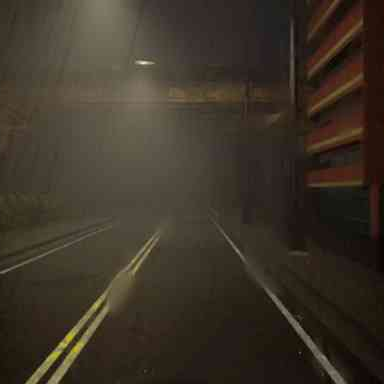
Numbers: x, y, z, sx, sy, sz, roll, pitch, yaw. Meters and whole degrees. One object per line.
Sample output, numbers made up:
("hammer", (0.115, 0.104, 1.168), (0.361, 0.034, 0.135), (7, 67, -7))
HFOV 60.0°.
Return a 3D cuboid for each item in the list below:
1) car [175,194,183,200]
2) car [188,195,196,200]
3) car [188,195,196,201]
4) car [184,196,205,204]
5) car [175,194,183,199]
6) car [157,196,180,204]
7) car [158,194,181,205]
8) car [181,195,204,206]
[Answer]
("car", (-3.467, 1.438, 89.145), (2.038, 1.542, 4.974), (0, 0, 0))
("car", (-0.019, 1.281, 80.683), (1.853, 1.218, 4.536), (0, 0, 0))
("car", (-0.018, 1.439, 80.631), (2.038, 1.542, 4.974), (0, 0, 0))
("car", (0.387, 1.286, 54.084), (1.853, 1.218, 4.536), (0, 0, -20))
("car", (-3.468, 1.281, 89.197), (1.853, 1.218, 4.536), (0, 0, 0))
("car", (-3.734, 1.287, 54.381), (1.853, 1.218, 4.536), (0, 0, 25))
("car", (-3.756, 1.445, 54.334), (2.038, 1.542, 4.974), (0, 0, 25))
("car", (0.405, 1.443, 54.035), (2.038, 1.542, 4.974), (0, 0, -20))
